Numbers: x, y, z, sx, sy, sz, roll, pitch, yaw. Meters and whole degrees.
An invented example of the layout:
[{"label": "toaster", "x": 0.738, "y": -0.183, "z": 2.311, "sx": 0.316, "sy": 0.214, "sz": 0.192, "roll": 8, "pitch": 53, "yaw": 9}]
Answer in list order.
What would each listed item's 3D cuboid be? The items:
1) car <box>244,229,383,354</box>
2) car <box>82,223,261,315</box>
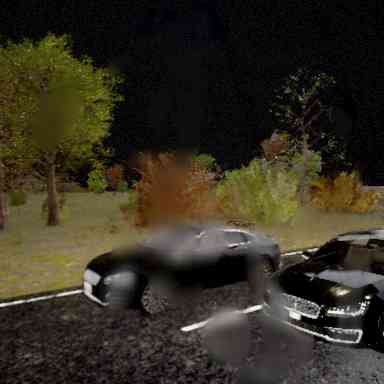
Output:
[{"label": "car", "x": 3.430, "y": 1.515, "z": 6.211, "sx": 4.892, "sy": 1.490, "sz": 1.837, "roll": 0, "pitch": 0, "yaw": -36}, {"label": "car", "x": 0.011, "y": 1.531, "z": 7.735, "sx": 4.902, "sy": 1.511, "sz": 2.128, "roll": 0, "pitch": 0, "yaw": -36}]
